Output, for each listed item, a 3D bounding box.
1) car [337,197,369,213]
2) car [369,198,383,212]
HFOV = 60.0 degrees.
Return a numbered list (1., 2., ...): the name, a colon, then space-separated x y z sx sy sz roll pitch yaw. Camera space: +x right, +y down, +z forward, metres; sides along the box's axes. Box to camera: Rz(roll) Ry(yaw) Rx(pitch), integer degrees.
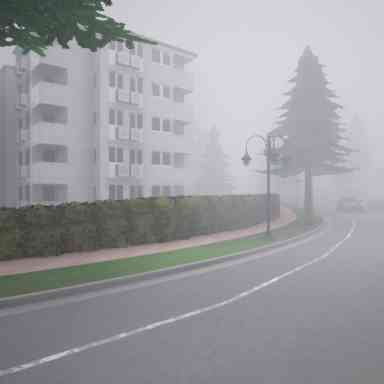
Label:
1. car: 17.440 1.346 36.661 2.097 1.767 4.553 0 0 13
2. car: 21.587 1.485 38.226 2.128 1.511 4.902 0 0 13
